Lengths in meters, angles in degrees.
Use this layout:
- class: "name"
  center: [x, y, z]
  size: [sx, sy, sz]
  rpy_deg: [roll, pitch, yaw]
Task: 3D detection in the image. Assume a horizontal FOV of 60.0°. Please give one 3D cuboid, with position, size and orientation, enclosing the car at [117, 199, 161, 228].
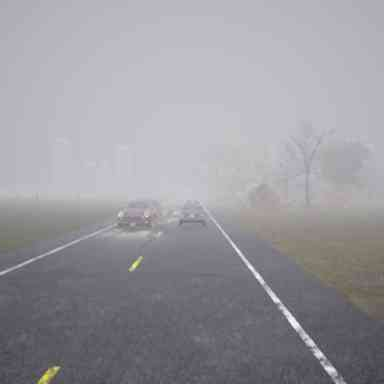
- class: "car"
  center: [-3.526, 1.341, 22.094]
  size: [2.097, 1.767, 4.553]
  rpy_deg: [0, 0, 0]

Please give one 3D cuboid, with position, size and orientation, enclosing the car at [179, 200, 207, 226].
- class: "car"
  center: [0.036, 1.538, 23.234]
  size: [2.033, 1.411, 5.357]
  rpy_deg: [0, 0, 1]

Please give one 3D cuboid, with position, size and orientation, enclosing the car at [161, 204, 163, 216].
- class: "car"
  center: [-3.496, 1.334, 27.997]
  size: [2.033, 1.411, 5.357]
  rpy_deg: [0, 0, 0]
